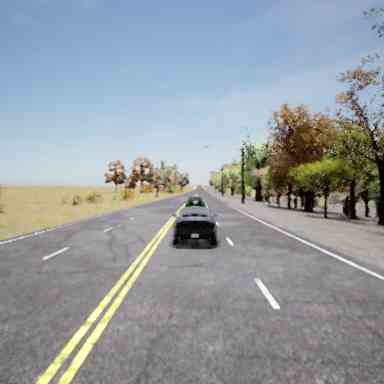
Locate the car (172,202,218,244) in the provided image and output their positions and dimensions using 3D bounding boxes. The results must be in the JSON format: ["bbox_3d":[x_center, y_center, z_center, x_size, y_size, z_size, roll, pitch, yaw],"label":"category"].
[{"bbox_3d":[0.135,1.428,15.276,1.837,1.490,4.892,0,1,0],"label":"car"}]

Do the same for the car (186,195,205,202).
[{"bbox_3d":[0.376,1.150,36.779,2.097,1.767,4.553,0,0,1],"label":"car"}]
